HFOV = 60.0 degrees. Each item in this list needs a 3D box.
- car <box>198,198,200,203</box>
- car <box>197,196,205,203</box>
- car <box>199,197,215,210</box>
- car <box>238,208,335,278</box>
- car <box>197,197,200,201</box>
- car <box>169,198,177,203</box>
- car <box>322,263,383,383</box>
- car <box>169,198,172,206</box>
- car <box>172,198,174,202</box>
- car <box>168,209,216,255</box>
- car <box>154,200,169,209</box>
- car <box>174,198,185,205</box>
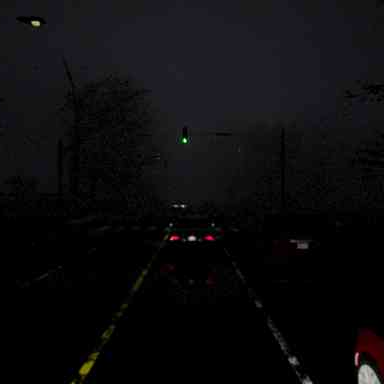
[{"bbox_3d":[2.562,2.116,61.073,1.887,1.381,4.507,-1,-1,0],"label":"car"},{"bbox_3d":[2.562,2.212,95.205,2.192,1.841,5.009,-1,-1,0],"label":"car"},{"bbox_3d":[2.615,1.930,52.374,1.967,1.590,4.097,-1,-1,0],"label":"car"},{"bbox_3d":[2.683,1.414,10.442,2.192,1.841,5.009,-1,-1,0],"label":"car"},{"bbox_3d":[2.564,2.299,78.138,1.947,1.339,4.313,-1,-1,0],"label":"car"},{"bbox_3d":[-5.315,2.448,95.207,2.008,1.369,4.403,-1,-1,0],"label":"car"},{"bbox_3d":[2.571,1.563,1.804,1.887,1.381,4.507,-1,-1,0],"label":"car"},{"bbox_3d":[-5.318,2.137,61.077,1.947,1.339,4.313,-1,-1,0],"label":"car"},{"bbox_3d":[-5.318,2.190,66.765,1.947,1.339,4.313,-1,-1,0],"label":"car"},{"bbox_3d":[0.002,1.679,13.983,2.033,1.411,5.357,0,-1,0],"label":"car"},{"bbox_3d":[-5.321,2.084,55.390,1.947,1.339,4.313,-1,-1,0],"label":"car"},{"bbox_3d":[-2.742,2.046,73.884,2.097,1.767,4.553,0,-1,0],"label":"car"}]
